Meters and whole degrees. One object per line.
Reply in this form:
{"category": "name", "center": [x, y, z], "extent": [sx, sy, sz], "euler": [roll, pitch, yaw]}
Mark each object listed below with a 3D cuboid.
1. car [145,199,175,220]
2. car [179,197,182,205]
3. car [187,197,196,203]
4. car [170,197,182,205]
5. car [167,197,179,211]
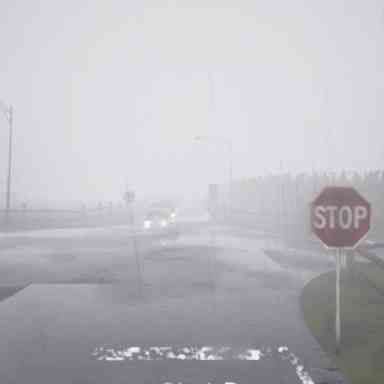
{"category": "car", "center": [-2.892, 1.576, 29.182], "extent": [2.033, 1.411, 5.357], "euler": [0, 0, 0]}
{"category": "car", "center": [-2.908, 1.551, 49.268], "extent": [2.128, 1.511, 4.902], "euler": [0, 0, 0]}
{"category": "car", "center": [-0.118, 1.697, 70.944], "extent": [1.895, 1.301, 4.718], "euler": [0, 0, 0]}
{"category": "car", "center": [-2.884, 1.631, 62.034], "extent": [2.033, 1.411, 5.357], "euler": [0, 0, 0]}
{"category": "car", "center": [-2.906, 1.520, 38.862], "extent": [1.882, 1.535, 5.008], "euler": [0, 0, 0]}
